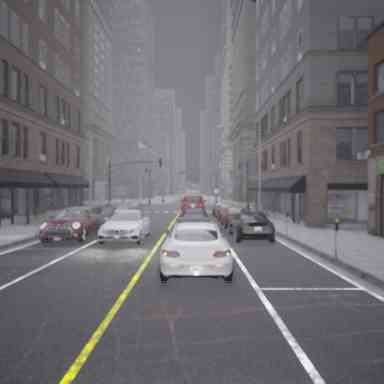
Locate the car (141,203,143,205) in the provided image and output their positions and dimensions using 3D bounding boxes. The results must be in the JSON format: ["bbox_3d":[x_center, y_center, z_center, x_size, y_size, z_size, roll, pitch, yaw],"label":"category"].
[{"bbox_3d":[-5.691,1.606,32.646,1.887,1.381,4.507,-1,0,0],"label":"car"}]

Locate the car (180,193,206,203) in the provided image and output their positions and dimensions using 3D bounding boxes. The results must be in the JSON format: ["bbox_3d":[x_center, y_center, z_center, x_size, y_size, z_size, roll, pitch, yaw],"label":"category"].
[{"bbox_3d":[0.076,1.278,30.234,2.150,2.045,5.566,0,0,0],"label":"car"}]

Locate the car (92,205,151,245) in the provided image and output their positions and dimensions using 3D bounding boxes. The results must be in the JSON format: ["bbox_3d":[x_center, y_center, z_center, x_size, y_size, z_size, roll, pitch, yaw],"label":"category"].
[{"bbox_3d":[-3.053,1.554,15.844,1.812,1.442,4.674,0,0,0],"label":"car"}]

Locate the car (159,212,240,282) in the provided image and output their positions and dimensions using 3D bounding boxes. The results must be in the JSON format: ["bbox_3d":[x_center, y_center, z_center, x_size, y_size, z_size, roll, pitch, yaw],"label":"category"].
[{"bbox_3d":[0.120,1.542,9.662,1.812,1.442,4.674,0,0,1],"label":"car"}]

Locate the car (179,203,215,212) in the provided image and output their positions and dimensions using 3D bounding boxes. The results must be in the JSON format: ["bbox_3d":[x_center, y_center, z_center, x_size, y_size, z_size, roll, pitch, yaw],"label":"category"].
[{"bbox_3d":[0.146,1.601,20.217,1.994,1.385,4.181,0,0,1],"label":"car"}]

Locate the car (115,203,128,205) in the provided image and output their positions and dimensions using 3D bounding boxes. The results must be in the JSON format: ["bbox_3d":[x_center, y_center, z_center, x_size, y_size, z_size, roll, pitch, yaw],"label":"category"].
[{"bbox_3d":[-5.720,1.605,21.636,1.947,1.339,4.313,-1,0,0],"label":"car"}]

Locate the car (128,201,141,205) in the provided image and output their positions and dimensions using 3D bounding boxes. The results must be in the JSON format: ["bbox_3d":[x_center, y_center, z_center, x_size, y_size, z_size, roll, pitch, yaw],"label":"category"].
[{"bbox_3d":[-5.705,1.601,27.141,2.008,1.369,4.403,-1,0,0],"label":"car"}]

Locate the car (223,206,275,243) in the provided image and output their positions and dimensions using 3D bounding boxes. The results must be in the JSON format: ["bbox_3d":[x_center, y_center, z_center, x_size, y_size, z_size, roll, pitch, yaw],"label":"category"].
[{"bbox_3d":[2.791,1.595,16.108,1.947,1.339,4.313,-1,0,0],"label":"car"}]

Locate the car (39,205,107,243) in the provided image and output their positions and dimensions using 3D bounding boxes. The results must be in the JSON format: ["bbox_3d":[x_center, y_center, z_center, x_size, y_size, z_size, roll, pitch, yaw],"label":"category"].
[{"bbox_3d":[-5.736,1.468,16.130,1.967,1.590,4.097,-1,0,0],"label":"car"}]

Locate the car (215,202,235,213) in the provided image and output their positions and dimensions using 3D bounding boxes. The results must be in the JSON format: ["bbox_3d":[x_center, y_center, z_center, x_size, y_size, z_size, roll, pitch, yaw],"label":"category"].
[{"bbox_3d":[2.805,1.584,21.613,1.887,1.381,4.507,-1,0,0],"label":"car"}]

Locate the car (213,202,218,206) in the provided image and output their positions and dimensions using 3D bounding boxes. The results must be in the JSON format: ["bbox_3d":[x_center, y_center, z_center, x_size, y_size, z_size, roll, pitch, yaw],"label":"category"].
[{"bbox_3d":[2.820,1.595,27.118,1.887,1.381,4.507,-1,0,0],"label":"car"}]

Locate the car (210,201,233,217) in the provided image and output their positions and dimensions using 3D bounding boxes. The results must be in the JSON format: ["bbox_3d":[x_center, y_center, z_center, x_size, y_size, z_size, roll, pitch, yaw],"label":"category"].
[{"bbox_3d":[2.834,1.606,32.624,1.887,1.381,4.507,-1,0,0],"label":"car"}]
